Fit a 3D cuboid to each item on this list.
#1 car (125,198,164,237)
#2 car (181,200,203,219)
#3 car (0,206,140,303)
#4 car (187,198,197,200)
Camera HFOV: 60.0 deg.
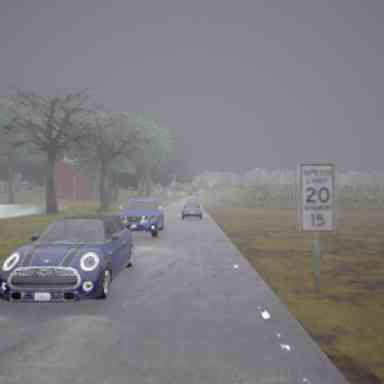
[{"bbox_3d":[-2.846,1.361,19.282,2.150,2.045,5.566,0,0,1],"label":"car"},{"bbox_3d":[0.004,1.790,31.934,1.994,1.385,4.181,0,0,0],"label":"car"},{"bbox_3d":[-2.848,1.415,8.584,2.097,1.767,4.553,0,0,0],"label":"car"},{"bbox_3d":[0.028,1.664,45.553,2.097,1.767,4.553,0,0,0],"label":"car"}]
